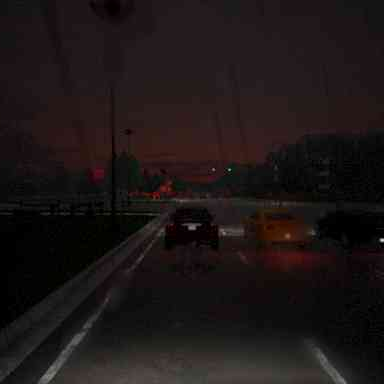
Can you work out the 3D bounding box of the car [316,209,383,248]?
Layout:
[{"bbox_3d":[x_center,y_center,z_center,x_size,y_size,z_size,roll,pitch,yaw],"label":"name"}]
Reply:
[{"bbox_3d":[7.000,1.515,14.650,1.837,1.490,4.892,0,0,0],"label":"car"}]

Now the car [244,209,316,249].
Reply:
[{"bbox_3d":[3.500,1.484,14.650,1.882,1.535,5.008,0,0,0],"label":"car"}]

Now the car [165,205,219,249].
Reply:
[{"bbox_3d":[0.000,1.365,14.620,2.097,1.767,4.553,0,0,0],"label":"car"}]
